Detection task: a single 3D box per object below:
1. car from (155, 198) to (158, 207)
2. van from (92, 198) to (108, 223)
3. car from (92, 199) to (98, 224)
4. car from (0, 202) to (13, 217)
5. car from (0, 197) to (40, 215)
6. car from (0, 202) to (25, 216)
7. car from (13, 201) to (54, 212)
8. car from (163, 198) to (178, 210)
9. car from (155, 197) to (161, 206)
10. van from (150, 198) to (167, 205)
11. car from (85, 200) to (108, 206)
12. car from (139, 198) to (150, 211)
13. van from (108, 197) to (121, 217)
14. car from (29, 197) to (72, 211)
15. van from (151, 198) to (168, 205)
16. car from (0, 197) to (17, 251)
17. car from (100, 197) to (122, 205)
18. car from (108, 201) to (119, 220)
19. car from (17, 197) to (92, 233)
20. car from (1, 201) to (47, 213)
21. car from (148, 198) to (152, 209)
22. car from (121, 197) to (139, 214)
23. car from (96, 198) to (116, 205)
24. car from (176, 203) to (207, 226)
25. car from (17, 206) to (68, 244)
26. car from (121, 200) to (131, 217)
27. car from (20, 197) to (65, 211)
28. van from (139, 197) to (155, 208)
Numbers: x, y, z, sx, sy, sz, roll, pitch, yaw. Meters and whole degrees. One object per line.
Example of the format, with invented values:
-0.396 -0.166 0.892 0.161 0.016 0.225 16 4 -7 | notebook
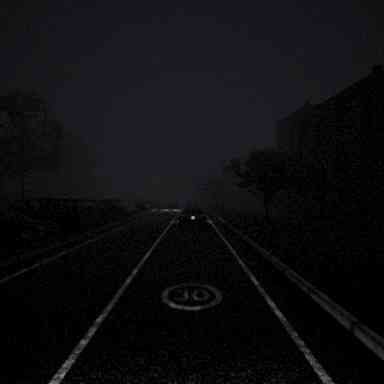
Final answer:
-8.934 2.231 57.854 4.792 1.488 2.163 0 -1 0 | car
-8.761 1.469 24.225 4.442 1.987 1.878 0 -1 0 | van
-8.840 1.531 21.420 4.553 1.767 2.185 0 -1 0 | car
-21.954 1.877 35.266 4.792 1.488 2.163 0 -1 0 | car
-21.970 1.675 40.838 5.566 2.045 2.435 0 -1 0 | car
-22.019 1.915 38.051 4.792 1.488 2.163 0 -1 0 | car
-22.010 2.049 46.280 4.674 1.452 2.002 0 -1 0 | car
-3.372 2.183 56.464 1.882 1.535 5.008 0 -1 0 | car
-8.972 2.297 63.461 5.008 1.535 2.097 0 -1 0 | car
-9.168 2.545 91.493 4.442 1.987 1.878 0 -1 0 | van
-22.099 2.530 77.069 4.892 1.521 2.231 0 -1 0 | car
-8.928 2.013 46.647 5.008 1.535 2.097 0 -1 0 | car
-9.006 1.546 29.831 4.442 1.987 1.878 0 -1 0 | van
-21.998 1.851 51.854 5.566 2.045 2.435 0 -1 0 | car
-9.175 2.593 94.296 4.442 1.987 1.878 0 -1 0 | van
-8.887 1.279 10.211 5.566 2.045 2.435 0 -1 0 | car
-22.158 2.512 90.951 5.566 2.045 2.435 0 -1 0 | car
-8.877 1.734 27.026 4.892 1.521 2.231 0 -1 0 | car
-8.896 1.370 18.621 5.566 2.045 2.435 0 -1 0 | car
-22.000 1.968 43.621 5.008 1.535 2.097 0 -1 0 | car
-9.126 2.056 49.446 5.366 1.575 1.946 0 -1 0 | car
-8.933 1.597 35.438 5.566 2.045 2.435 0 -1 0 | car
-22.146 2.544 85.397 4.553 1.767 2.185 0 -1 0 | car
0.068 1.807 25.342 1.994 1.385 4.181 0 -1 0 | car
-8.870 1.588 15.813 4.892 1.521 2.231 0 -1 0 | car
-8.891 1.810 32.632 5.008 1.535 2.097 0 -1 0 | car
-21.991 1.805 49.192 5.566 2.045 2.435 0 -1 0 | car
-8.839 1.929 55.056 4.442 1.987 1.878 0 -1 0 | van
